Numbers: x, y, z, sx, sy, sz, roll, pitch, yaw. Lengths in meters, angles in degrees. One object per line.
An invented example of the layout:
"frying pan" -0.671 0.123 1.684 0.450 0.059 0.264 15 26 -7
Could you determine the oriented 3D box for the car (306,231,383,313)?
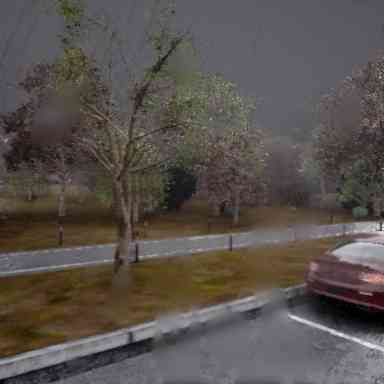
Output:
"car" 4.389 1.583 7.186 4.674 1.452 2.002 0 0 -35
